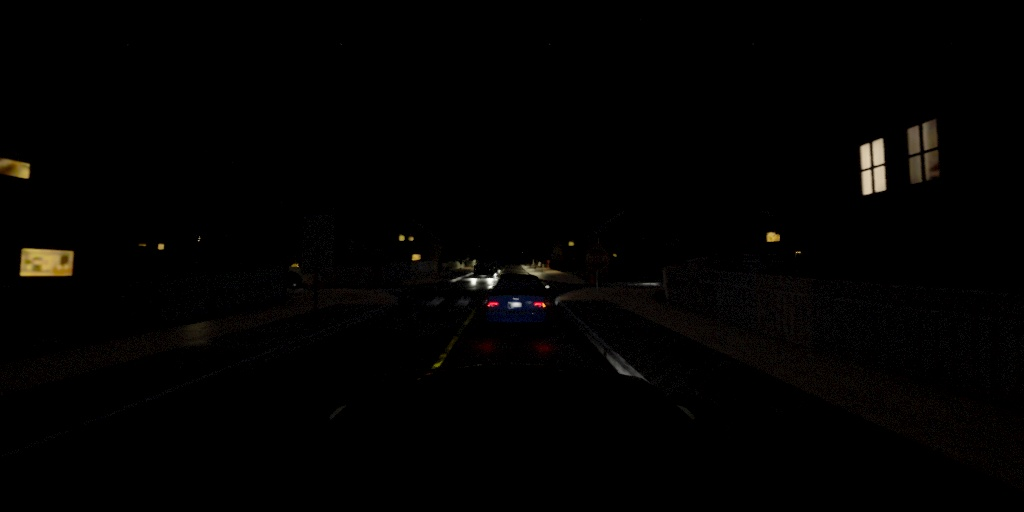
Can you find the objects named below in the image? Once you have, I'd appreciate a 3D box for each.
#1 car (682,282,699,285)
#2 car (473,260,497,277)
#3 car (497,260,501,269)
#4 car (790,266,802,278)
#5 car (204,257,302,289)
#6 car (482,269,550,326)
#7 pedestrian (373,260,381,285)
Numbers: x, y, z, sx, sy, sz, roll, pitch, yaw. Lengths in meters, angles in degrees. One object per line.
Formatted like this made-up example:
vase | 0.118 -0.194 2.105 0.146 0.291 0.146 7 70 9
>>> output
car | 14.072 1.358 26.087 4.674 1.442 1.812 0 -3 -13
car | -2.832 1.312 36.669 1.882 1.535 5.008 0 0 0
car | -2.819 1.382 47.017 1.837 1.490 4.892 0 0 0
car | 24.062 1.263 28.807 5.008 1.535 1.882 -1 -3 -19
car | -14.487 1.063 20.366 4.553 1.767 2.097 0 -3 2
car | 0.259 1.311 11.769 2.033 1.411 5.357 0 0 3
pedestrian | -9.808 1.152 26.042 0.375 1.860 0.375 0 -3 -1
